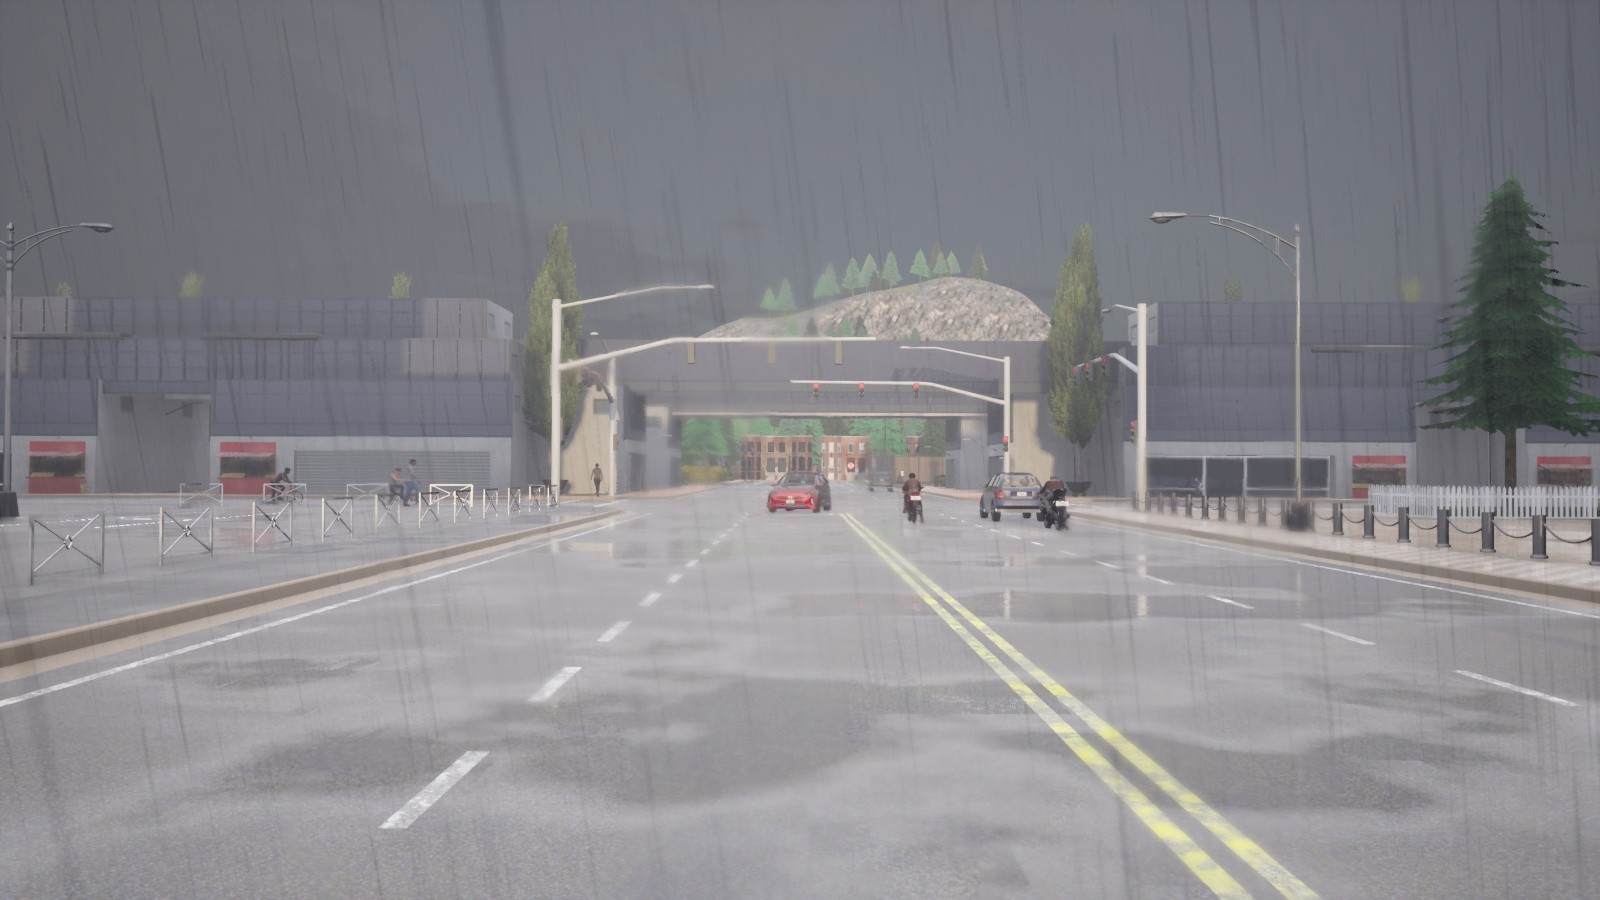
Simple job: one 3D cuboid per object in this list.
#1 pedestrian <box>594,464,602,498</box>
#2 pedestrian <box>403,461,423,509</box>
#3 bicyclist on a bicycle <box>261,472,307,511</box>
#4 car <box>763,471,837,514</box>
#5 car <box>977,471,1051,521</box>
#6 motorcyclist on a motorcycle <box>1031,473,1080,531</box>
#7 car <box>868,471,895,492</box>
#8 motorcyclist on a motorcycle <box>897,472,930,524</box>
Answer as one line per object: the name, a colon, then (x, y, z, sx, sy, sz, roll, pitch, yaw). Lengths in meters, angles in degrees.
pedestrian: (-10.757, 1.634, 66.734, 0.328, 1.805, 0.869, 0, -1, -15)
pedestrian: (-14.803, 1.337, 48.054, 0.706, 1.836, 0.354, 0, -1, -19)
bicyclist on a bicycle: (-21.627, 1.735, 52.620, 1.656, 1.620, 0.582, 0, -1, 1)
car: (0.054, 1.550, 47.084, 2.007, 1.525, 4.514, 0, -1, 10)
car: (6.895, 1.449, 40.792, 1.789, 1.549, 3.705, 0, -1, 0)
motorcyclist on a motorcycle: (6.913, 1.394, 34.125, 0.866, 1.530, 2.191, 0, -1, 0)
car: (6.234, 2.381, 96.264, 1.789, 1.549, 3.705, 0, -1, 0)
motorcyclist on a motorcycle: (3.393, 1.415, 37.733, 0.797, 1.523, 2.044, 0, -1, 0)
